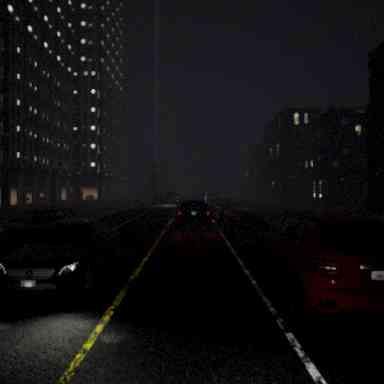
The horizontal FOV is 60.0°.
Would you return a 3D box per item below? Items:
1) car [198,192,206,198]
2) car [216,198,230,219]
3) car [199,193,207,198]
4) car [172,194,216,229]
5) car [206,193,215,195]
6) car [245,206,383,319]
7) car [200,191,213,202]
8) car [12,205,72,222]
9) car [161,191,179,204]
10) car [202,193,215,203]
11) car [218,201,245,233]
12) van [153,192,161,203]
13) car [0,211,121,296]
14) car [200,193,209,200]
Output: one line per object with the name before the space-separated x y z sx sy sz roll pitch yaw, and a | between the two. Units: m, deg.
car | 2.694 0.826 89.131 2.008 1.369 4.403 1 0 0
car | 2.700 1.382 23.799 1.947 1.339 4.313 1 0 0
car | 2.694 0.888 83.653 1.947 1.339 4.313 1 0 0
car | 0.100 1.194 20.446 2.097 1.767 4.553 0 0 0
car | 2.699 1.211 40.003 1.752 1.417 4.829 1 0 0
car | 2.706 1.261 7.159 2.192 1.841 5.009 1 0 0
car | 2.701 0.823 61.742 2.192 1.841 5.009 1 0 0
car | -5.677 1.344 12.701 1.967 1.590 4.097 1 0 0
car | -3.069 0.812 51.950 2.150 2.045 5.566 0 0 0
car | 2.699 0.994 56.265 1.967 1.590 4.097 1 0 0
car | 2.701 1.405 18.253 1.887 1.381 4.507 1 0 0
van | -5.679 0.895 56.260 1.690 1.788 3.998 1 0 0
car | -3.101 1.460 8.628 1.812 1.442 4.674 0 0 0
car | 2.696 0.982 72.699 1.947 1.339 4.313 1 0 0
